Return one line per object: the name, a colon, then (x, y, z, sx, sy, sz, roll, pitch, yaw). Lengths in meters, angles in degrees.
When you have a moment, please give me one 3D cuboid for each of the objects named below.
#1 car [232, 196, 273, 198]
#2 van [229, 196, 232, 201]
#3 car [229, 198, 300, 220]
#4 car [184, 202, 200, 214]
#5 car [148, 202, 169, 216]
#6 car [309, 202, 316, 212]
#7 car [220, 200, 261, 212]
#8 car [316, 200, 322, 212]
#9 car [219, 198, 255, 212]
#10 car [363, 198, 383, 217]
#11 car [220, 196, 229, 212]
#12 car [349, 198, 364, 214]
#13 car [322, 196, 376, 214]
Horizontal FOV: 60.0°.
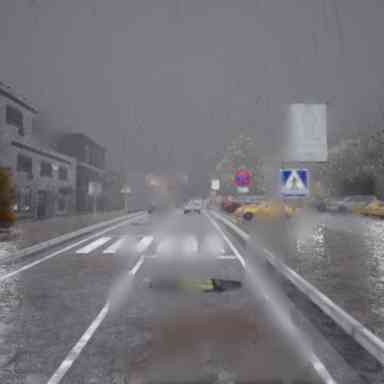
car: (6.280, 1.424, 30.408, 4.553, 1.767, 2.185, 0, -1, 0)
van: (6.340, 1.379, 33.447, 4.442, 1.987, 1.878, 0, -1, 0)
car: (6.088, 1.505, 27.486, 5.366, 1.575, 1.946, 0, -1, 0)
car: (0.031, 1.889, 39.740, 1.895, 1.301, 4.718, 0, -2, 0)
car: (-3.406, 1.712, 34.889, 2.033, 1.411, 5.357, 0, -1, 0)
car: (18.357, 1.592, 43.575, 5.566, 2.045, 2.435, 0, -2, -1)
car: (6.134, 1.814, 42.547, 5.008, 1.535, 2.097, 0, -2, -1)
car: (18.413, 1.773, 40.901, 4.892, 1.521, 2.231, 0, -2, -1)
car: (6.122, 1.770, 45.585, 4.553, 1.767, 2.185, 0, -2, -1)
car: (18.708, 1.539, 29.735, 5.366, 1.575, 1.946, 0, -1, 0)
car: (6.195, 1.484, 39.637, 5.566, 2.045, 2.435, 0, -1, -1)
car: (18.687, 1.583, 32.396, 5.366, 1.575, 1.946, 0, -1, 0)
car: (18.426, 1.449, 38.115, 5.566, 2.045, 2.435, 0, -2, -1)
